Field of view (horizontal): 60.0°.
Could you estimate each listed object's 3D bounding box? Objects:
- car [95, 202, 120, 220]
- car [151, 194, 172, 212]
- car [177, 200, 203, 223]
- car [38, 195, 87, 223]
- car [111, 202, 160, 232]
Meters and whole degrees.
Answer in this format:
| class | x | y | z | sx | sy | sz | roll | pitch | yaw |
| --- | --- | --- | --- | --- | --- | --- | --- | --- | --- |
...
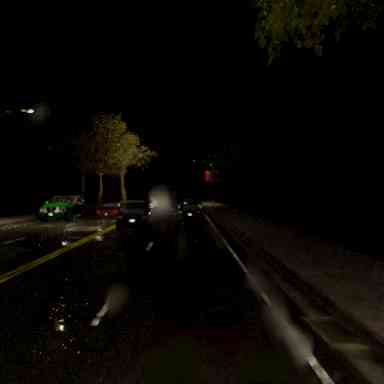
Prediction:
| class | x | y | z | sx | sy | sz | roll | pitch | yaw |
| --- | --- | --- | --- | --- | --- | --- | --- | --- | --- |
| car | -6.881 | 1.590 | 28.581 | 1.994 | 1.385 | 4.181 | 0 | 0 | -1 |
| car | -3.540 | 1.244 | 38.788 | 2.150 | 2.045 | 5.566 | 0 | 0 | -1 |
| car | -0.151 | 1.570 | 25.540 | 1.994 | 1.385 | 4.181 | 0 | 0 | 0 |
| car | -10.110 | 1.257 | 26.466 | 2.150 | 2.045 | 5.566 | 0 | 0 | -1 |
| car | -3.347 | 1.576 | 20.494 | 1.994 | 1.385 | 4.181 | 0 | 0 | -1 |
